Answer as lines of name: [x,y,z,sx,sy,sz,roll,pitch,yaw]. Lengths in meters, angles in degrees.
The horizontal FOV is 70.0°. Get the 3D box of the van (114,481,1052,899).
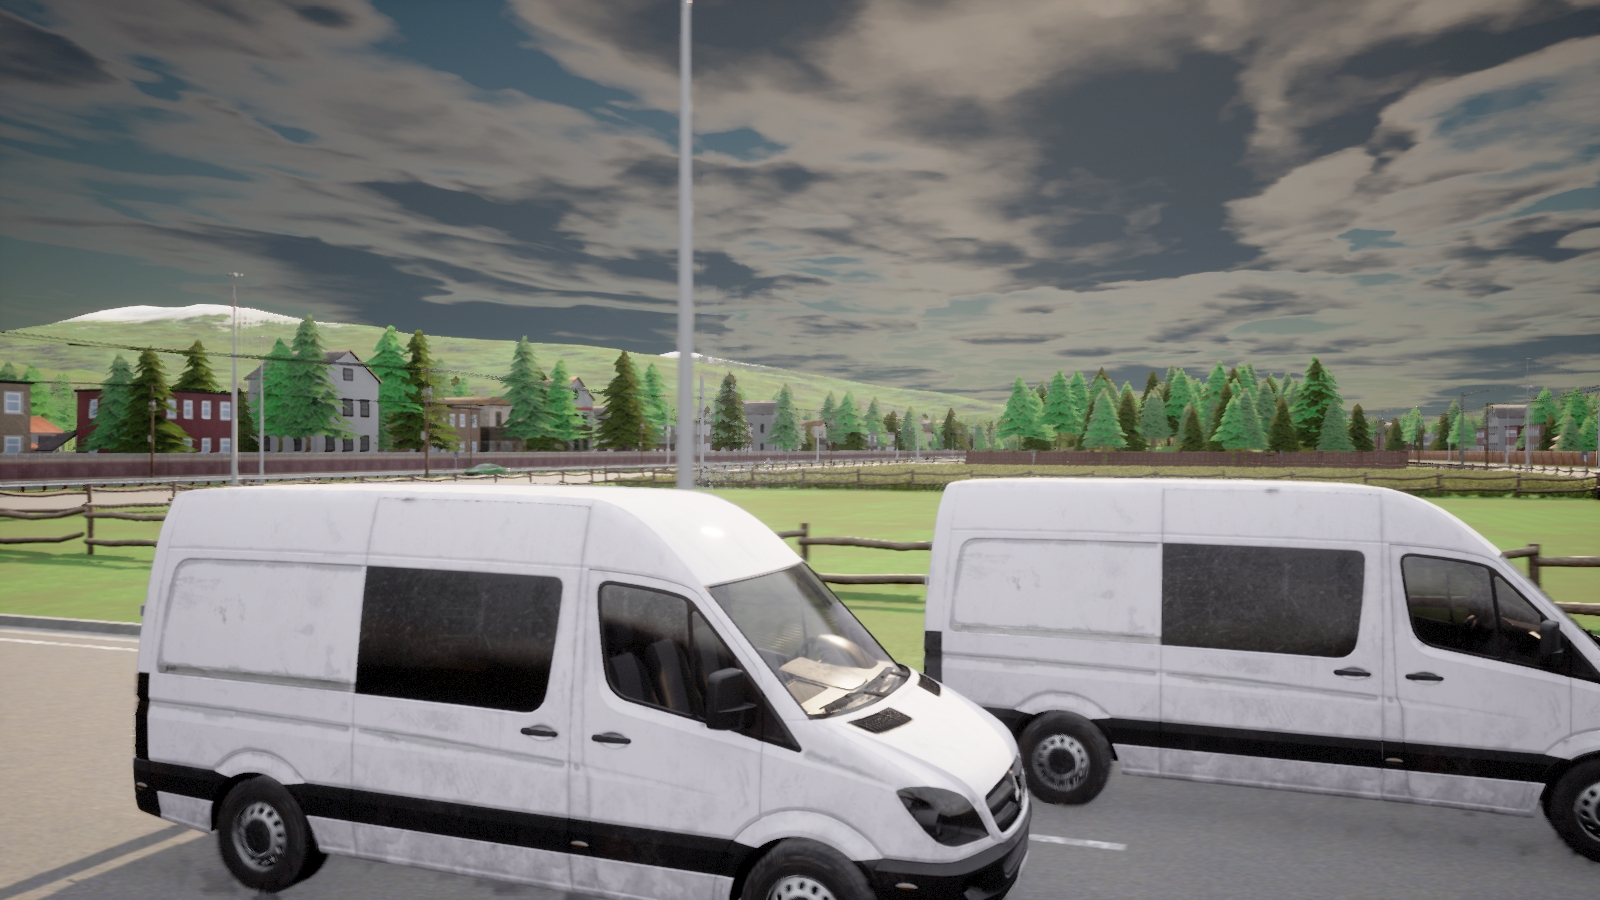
van: [-1.469,1.534,7.568,5.915,2.561,1.988,0,0,20]

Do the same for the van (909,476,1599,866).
van: [4.011,1.534,9.299,5.915,2.561,1.988,0,0,20]
